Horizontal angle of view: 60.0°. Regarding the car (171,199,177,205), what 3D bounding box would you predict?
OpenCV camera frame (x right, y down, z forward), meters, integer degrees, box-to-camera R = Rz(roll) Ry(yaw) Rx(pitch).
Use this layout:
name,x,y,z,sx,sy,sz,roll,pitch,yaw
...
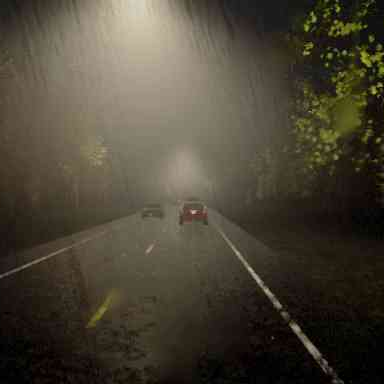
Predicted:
name,x,y,z,sx,sy,sz,roll,pitch,yaw
car,-3.483,2.134,71.530,1.895,1.301,4.718,0,0,0

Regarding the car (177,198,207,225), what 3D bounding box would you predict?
name,x,y,z,sx,sy,sz,roll,pitch,yaw
car,0.108,1.578,26.589,2.097,1.767,4.553,0,-1,0

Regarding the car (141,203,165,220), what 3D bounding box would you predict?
name,x,y,z,sx,sy,sz,roll,pitch,yaw
car,-3.584,1.772,31.209,1.837,1.490,4.892,0,-1,0

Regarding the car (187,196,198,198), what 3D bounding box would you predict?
name,x,y,z,sx,sy,sz,roll,pitch,yaw
car,0.113,1.646,50.143,2.150,2.045,5.566,0,0,0
